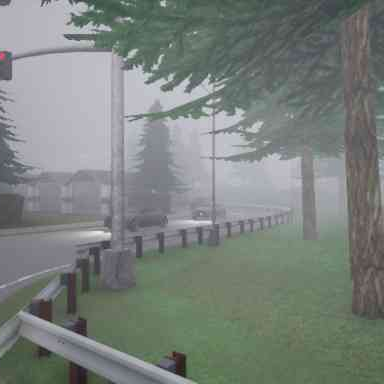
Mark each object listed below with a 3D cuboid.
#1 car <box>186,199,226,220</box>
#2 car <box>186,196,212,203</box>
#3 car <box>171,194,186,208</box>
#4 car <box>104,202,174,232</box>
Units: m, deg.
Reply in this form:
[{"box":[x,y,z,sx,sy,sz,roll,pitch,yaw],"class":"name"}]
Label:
[{"box":[1.471,1.554,27.894,1.994,1.385,4.181,0,0,22],"class":"car"},{"box":[1.761,1.349,37.800,2.097,1.767,4.553,0,0,-34],"class":"car"},{"box":[-2.998,1.231,47.588,5.566,2.045,2.150,0,0,35],"class":"car"},{"box":[-3.311,1.554,20.317,1.994,1.385,4.181,0,0,35],"class":"car"}]
